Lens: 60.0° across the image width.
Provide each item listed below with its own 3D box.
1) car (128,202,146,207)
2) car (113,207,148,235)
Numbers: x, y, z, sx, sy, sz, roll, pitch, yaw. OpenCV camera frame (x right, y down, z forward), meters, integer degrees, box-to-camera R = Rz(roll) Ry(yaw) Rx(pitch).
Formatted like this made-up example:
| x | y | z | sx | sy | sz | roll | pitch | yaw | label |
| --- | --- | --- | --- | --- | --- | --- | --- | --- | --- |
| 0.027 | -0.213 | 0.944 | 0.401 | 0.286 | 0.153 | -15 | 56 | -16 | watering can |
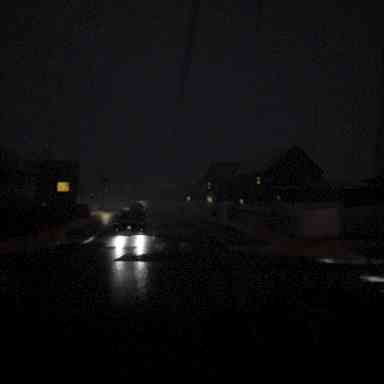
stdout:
| x | y | z | sx | sy | sz | roll | pitch | yaw | label |
| --- | --- | --- | --- | --- | --- | --- | --- | --- | --- |
| -6.906 | 2.092 | 41.462 | 2.097 | 1.767 | 4.553 | 0 | -1 | -11 | car |
| -3.873 | 1.929 | 21.493 | 1.994 | 1.385 | 4.181 | 0 | -1 | -6 | car |
